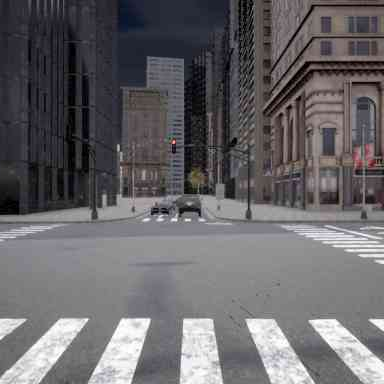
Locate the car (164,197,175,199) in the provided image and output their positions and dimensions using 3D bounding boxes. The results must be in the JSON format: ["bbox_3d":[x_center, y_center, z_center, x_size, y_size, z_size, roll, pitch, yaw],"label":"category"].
[{"bbox_3d":[-3.058,1.556,43.179,2.128,1.511,4.902,0,0,0],"label":"car"}]

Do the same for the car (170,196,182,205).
[{"bbox_3d":[-2.995,1.598,62.738,1.882,1.535,5.008,0,0,0],"label":"car"}]

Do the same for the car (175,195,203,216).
[{"bbox_3d":[-0.097,1.265,33.415,2.150,2.045,5.566,0,0,3],"label":"car"}]

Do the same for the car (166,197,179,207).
[{"bbox_3d":[-3.045,1.594,52.589,1.837,1.490,4.892,0,0,0],"label":"car"}]

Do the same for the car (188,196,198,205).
[{"bbox_3d":[0.105,1.626,63.264,1.837,1.490,4.892,0,0,0],"label":"car"}]

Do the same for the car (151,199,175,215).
[{"bbox_3d":[-3.052,1.644,33.782,1.895,1.301,4.718,0,0,0],"label":"car"}]
